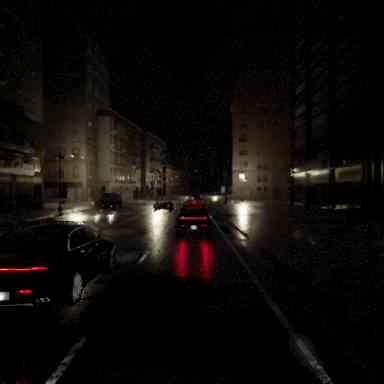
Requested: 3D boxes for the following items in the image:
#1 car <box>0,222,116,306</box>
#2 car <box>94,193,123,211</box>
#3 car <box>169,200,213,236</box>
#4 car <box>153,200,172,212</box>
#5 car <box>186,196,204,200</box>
[{"bbox_3d":[-3.178,1.492,7.973,1.837,1.490,4.892,0,0,0],"label":"car"},{"bbox_3d":[-9.576,1.099,38.721,2.150,2.045,5.566,0,0,2],"label":"car"},{"bbox_3d":[0.096,1.438,18.077,2.128,1.511,4.902,0,0,0],"label":"car"},{"bbox_3d":[-2.981,1.469,36.285,1.895,1.301,4.718,0,0,1],"label":"car"},{"bbox_3d":[0.339,1.195,38.473,2.097,1.767,4.553,0,0,2],"label":"car"}]
